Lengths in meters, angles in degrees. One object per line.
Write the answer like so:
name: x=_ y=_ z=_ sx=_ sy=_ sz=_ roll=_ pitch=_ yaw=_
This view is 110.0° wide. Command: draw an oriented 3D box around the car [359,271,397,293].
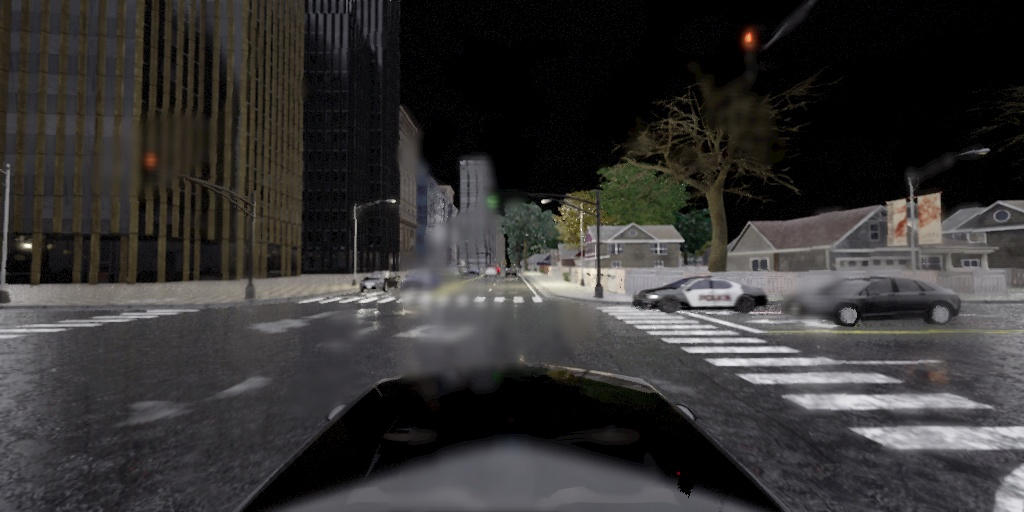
car: x=-9.894 y=1.903 z=27.278 sx=2.128 sy=1.511 sz=4.902 roll=0 pitch=-1 yaw=0

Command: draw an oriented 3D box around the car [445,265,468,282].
car: x=-6.663 y=2.069 z=41.368 sx=2.097 sy=1.767 sz=4.553 roll=0 pitch=-2 yaw=0

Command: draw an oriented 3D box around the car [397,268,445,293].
car: x=-6.644 y=1.739 z=26.718 sx=2.097 sy=1.767 sz=4.553 roll=0 pitch=-1 yaw=0

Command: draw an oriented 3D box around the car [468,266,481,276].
car: x=-6.620 y=2.544 z=62.495 sx=2.097 sy=1.767 sz=4.553 roll=0 pitch=-1 yaw=0

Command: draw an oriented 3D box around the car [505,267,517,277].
car: x=-0.108 y=2.555 z=57.605 sx=1.837 sy=1.490 sz=4.892 roll=0 pitch=-1 yaw=0

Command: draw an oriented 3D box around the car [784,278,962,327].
car: x=11.897 y=1.490 z=12.022 sx=4.892 sy=1.490 sz=1.837 roll=-1 pitch=-2 yaw=0

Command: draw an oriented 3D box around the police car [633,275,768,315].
police car: x=7.768 y=1.618 z=15.198 sx=4.974 sy=1.542 sz=2.038 roll=0 pitch=-2 yaw=0

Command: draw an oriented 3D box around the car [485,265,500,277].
car: x=-3.358 y=2.601 z=58.015 sx=1.812 sy=1.442 sz=4.674 roll=0 pitch=-1 yaw=0
